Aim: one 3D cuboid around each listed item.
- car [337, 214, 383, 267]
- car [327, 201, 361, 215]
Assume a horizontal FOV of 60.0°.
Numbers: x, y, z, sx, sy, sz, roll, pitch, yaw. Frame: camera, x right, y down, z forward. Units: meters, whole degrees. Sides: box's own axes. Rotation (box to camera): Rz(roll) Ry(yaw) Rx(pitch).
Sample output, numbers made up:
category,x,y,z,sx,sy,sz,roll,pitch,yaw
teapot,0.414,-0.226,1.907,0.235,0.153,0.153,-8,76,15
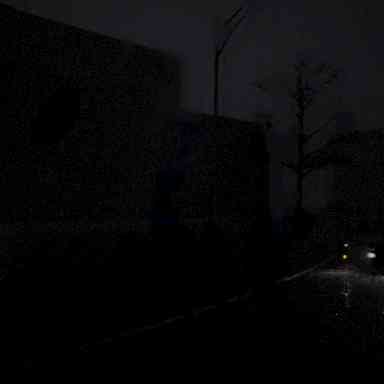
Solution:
category,x,y,z,sx,sy,sz,roll,pitch,yaw
car,6.397,1.690,11.412,1.994,1.385,4.181,0,0,35
car,17.658,1.832,38.859,1.882,1.535,5.008,1,0,-3
